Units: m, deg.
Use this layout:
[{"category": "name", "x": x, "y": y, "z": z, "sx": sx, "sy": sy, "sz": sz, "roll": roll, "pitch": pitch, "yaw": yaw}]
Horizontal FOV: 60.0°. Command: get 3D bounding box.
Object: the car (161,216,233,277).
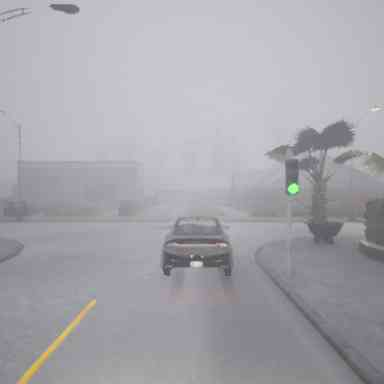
[{"category": "car", "x": 0.187, "y": 1.487, "z": 10.237, "sx": 2.128, "sy": 1.511, "sz": 4.902, "roll": 0, "pitch": 0, "yaw": 2}]
